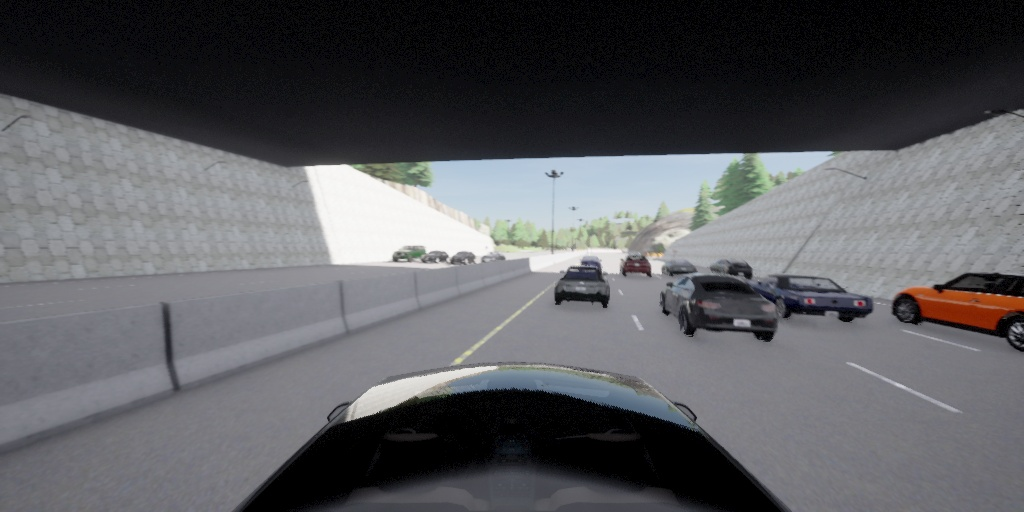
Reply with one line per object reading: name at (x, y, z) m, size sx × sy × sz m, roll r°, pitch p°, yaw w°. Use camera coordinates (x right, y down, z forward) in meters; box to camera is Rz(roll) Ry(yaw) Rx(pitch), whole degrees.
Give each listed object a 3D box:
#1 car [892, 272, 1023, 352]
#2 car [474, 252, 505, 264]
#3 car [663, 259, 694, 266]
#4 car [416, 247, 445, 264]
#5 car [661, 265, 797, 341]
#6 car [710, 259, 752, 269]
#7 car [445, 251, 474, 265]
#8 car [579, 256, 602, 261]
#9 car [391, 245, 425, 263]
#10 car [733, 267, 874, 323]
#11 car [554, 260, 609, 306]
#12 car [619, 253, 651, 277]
car at (12.382, 1.185, 9.048) m, size 2.097 × 1.767 × 4.553 m, roll 2°, pitch 1°, yaw 13°
car at (-2.088, 0.252, 39.712) m, size 2.128 × 1.511 × 4.902 m, roll 2°, pitch 1°, yaw 14°
car at (13.518, 0.920, 29.170) m, size 1.994 × 1.385 × 4.181 m, roll 2°, pitch 1°, yaw 13°
car at (-8.806, 0.076, 41.695) m, size 1.837 × 1.490 × 4.892 m, roll 2°, pitch 1°, yaw 13°
car at (5.334, 1.190, 9.724) m, size 1.812 × 1.442 × 4.674 m, roll 2°, pitch 1°, yaw 13°
car at (16.756, 0.968, 27.652) m, size 1.837 × 1.490 × 4.892 m, roll 2°, pitch 1°, yaw 13°
car at (-5.461, 0.172, 40.649) m, size 1.837 × 1.490 × 4.892 m, roll 2°, pitch 1°, yaw 14°
car at (6.769, 0.689, 31.100) m, size 1.812 × 1.442 × 4.674 m, roll 2°, pitch 1°, yaw 13°
car at (-12.113, -0.326, 42.856) m, size 2.150 × 2.045 × 5.566 m, roll 2°, pitch 1°, yaw 13°
car at (9.534, 1.293, 12.245) m, size 1.895 × 1.301 × 4.718 m, roll 2°, pitch 1°, yaw 13°
car at (2.836, 1.060, 14.327) m, size 1.994 × 1.385 × 4.181 m, roll 2°, pitch 1°, yaw 13°
car at (9.878, 0.635, 28.956) m, size 2.097 × 1.767 × 4.553 m, roll 2°, pitch 1°, yaw 13°
